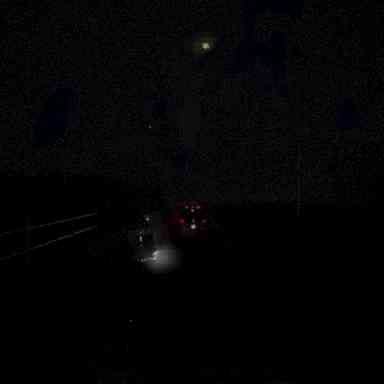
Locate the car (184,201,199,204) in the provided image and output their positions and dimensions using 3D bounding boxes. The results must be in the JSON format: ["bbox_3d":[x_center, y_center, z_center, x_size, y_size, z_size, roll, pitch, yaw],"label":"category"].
[{"bbox_3d":[0.048,1.677,38.011,1.895,1.301,4.718,0,0,0],"label":"car"}]

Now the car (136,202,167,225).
[{"bbox_3d":[-2.881,1.530,24.256,2.128,1.511,4.902,0,0,0],"label":"car"}]

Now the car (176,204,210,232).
[{"bbox_3d":[0.074,1.632,20.539,1.895,1.301,4.718,0,0,0],"label":"car"}]
